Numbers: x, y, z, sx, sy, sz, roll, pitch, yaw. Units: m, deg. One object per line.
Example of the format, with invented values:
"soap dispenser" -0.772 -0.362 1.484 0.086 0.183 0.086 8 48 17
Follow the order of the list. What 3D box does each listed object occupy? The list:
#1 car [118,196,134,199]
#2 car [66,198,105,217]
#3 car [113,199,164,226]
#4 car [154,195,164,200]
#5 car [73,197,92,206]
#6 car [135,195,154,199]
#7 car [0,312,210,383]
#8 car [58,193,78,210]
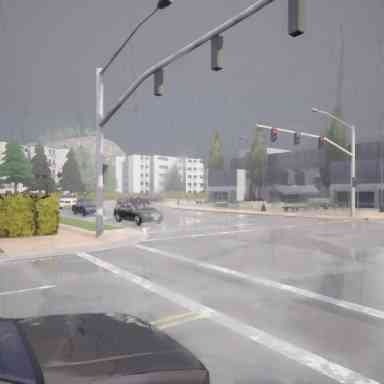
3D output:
"car" -12.079 1.492 58.840 2.128 1.511 4.902 0 0 -4
"car" -10.163 1.547 32.202 2.033 1.411 5.357 0 0 -35
"car" -3.903 1.492 23.810 2.128 1.511 4.902 0 0 -39
"car" -7.556 1.354 70.921 2.097 1.767 4.553 0 0 17
"car" -19.463 1.666 59.396 1.895 1.301 4.718 0 0 -2
"car" -8.650 1.505 61.156 1.837 1.490 4.892 0 0 -1
"car" -2.380 1.547 2.067 5.357 1.411 2.033 0 0 -35
"car" -16.375 1.221 44.053 2.150 2.045 5.566 0 0 -20
